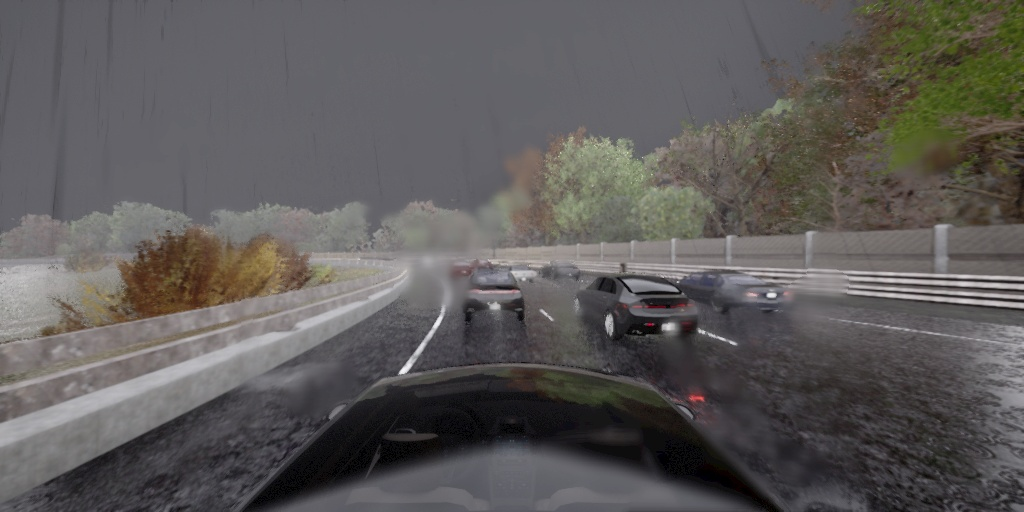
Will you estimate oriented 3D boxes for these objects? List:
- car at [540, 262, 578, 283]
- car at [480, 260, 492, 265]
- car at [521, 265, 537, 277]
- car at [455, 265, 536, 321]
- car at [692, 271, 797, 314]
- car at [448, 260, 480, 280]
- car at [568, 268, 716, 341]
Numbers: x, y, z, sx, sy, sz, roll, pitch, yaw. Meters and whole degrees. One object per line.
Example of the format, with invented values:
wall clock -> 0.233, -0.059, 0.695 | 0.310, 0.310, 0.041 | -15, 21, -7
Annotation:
car -> 3.654, 1.193, 27.892 | 2.128, 1.511, 4.902 | 0, 0, -13
car -> -4.189, 1.220, 49.489 | 1.812, 1.442, 4.674 | 0, 0, -25
car -> 0.301, 1.314, 27.125 | 1.895, 1.301, 4.718 | 0, 0, -14
car -> -0.695, 1.229, 12.439 | 2.128, 1.511, 4.902 | 0, 0, -6
car -> 7.739, 1.258, 13.569 | 2.033, 1.411, 5.357 | 0, 0, -6
car -> -4.371, 1.199, 30.816 | 1.882, 1.535, 5.008 | 0, 0, -16
car -> 3.079, 1.234, 9.818 | 1.837, 1.490, 4.892 | 0, 0, -4
